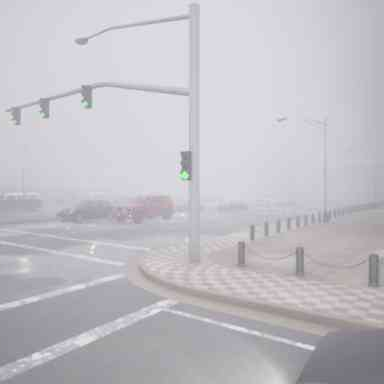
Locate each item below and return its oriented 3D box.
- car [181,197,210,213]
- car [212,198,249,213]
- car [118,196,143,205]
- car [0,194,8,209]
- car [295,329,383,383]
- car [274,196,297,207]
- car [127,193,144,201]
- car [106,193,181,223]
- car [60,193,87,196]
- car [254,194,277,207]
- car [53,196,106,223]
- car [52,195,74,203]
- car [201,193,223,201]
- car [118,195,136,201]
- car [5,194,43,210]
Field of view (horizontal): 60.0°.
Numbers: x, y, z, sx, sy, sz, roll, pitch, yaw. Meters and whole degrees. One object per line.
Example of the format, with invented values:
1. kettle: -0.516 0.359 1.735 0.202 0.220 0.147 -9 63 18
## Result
1. car: -0.300 1.611 36.839 1.994 1.385 4.181 0 0 36
2. car: 4.596 1.649 37.621 1.895 1.301 4.718 0 0 36
3. car: -10.344 1.435 56.382 1.970 1.475 3.806 0 0 36
4. car: -26.253 1.400 49.313 1.784 1.438 3.905 0 0 36
5. car: 3.237 1.548 1.653 5.357 1.411 2.033 0 0 33
6. car: 14.907 1.617 51.651 1.812 1.442 4.674 0 0 36
7. car: -13.702 1.190 80.440 1.905 1.878 3.866 0 0 36
8. car: -3.663 1.270 26.259 2.150 2.045 5.566 0 0 36
9. car: -24.033 1.187 66.289 1.932 1.855 4.605 0 0 36
10. car: 12.047 1.276 53.669 2.150 2.045 5.566 0 0 36
11. car: -8.204 1.399 25.961 2.097 1.767 4.553 0 0 36
12. car: -26.332 1.396 68.052 1.784 1.438 3.905 0 0 36
13. car: 4.459 1.196 67.127 1.932 1.855 4.605 0 0 36
14. car: -16.032 1.428 82.158 1.970 1.475 3.806 0 0 36
15. car: -23.918 1.433 47.602 1.970 1.475 3.806 0 0 36
